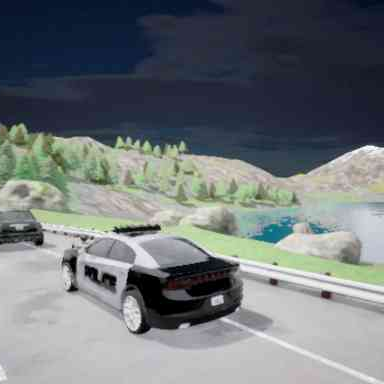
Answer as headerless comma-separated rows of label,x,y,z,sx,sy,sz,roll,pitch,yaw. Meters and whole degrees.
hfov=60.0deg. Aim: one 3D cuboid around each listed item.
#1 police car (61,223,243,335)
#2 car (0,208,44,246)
police car,-1.266,1.512,7.188,1.930,1.638,5.238,1,-1,-40
car,-8.632,1.526,15.357,2.097,1.767,4.553,1,-1,-44
